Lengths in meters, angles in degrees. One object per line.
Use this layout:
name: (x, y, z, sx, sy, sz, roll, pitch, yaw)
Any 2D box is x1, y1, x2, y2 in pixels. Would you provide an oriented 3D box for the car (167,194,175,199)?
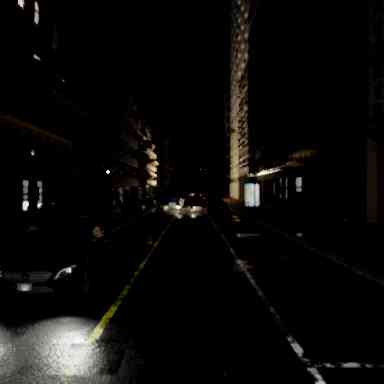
car: (-5.675, 1.259, 89.012, 1.802, 1.307, 4.206, 0, 0, 0)

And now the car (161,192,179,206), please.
car: (-3.069, 1.020, 51.636, 2.150, 2.045, 5.566, 0, 0, 0)

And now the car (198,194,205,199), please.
car: (2.707, 1.210, 94.659, 2.008, 1.369, 4.403, 0, 0, 0)

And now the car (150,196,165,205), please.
car: (-5.681, 1.353, 55.121, 1.947, 1.339, 4.313, 0, 0, 0)

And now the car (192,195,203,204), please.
car: (0.911, 1.298, 59.333, 1.812, 1.442, 4.674, 0, 0, 0)

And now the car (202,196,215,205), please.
car: (2.700, 1.352, 55.120, 1.947, 1.339, 4.313, 0, 0, 0)

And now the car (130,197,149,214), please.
car: (-5.685, 1.311, 32.527, 1.967, 1.590, 4.097, 0, 0, 0)

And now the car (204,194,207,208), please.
car: (2.697, 1.289, 38.173, 1.967, 1.590, 4.097, 0, 0, 0)

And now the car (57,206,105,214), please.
car: (-5.688, 1.518, 15.581, 1.802, 1.307, 4.206, 0, 0, 0)

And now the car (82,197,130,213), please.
car: (-5.688, 1.229, 21.229, 2.192, 1.841, 5.009, 0, 0, 0)

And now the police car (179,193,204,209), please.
police car: (0.255, 1.254, 43.320, 1.930, 1.638, 5.238, 0, 0, -18)

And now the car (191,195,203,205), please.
car: (0.790, 1.298, 53.352, 1.837, 1.490, 4.892, 0, 0, 1)

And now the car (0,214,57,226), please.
car: (-5.690, 1.540, 9.933, 1.802, 1.307, 4.206, 0, 0, 0)

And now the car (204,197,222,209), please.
car: (2.697, 1.378, 43.823, 2.008, 1.369, 4.403, 0, 0, 0)

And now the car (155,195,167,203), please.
car: (-5.680, 1.293, 60.600, 1.752, 1.417, 4.829, 0, 0, 0)

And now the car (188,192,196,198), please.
car: (0.018, 0.883, 95.180, 2.097, 1.767, 4.553, 0, 0, 0)

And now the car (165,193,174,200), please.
car: (-5.676, 1.134, 83.363, 1.967, 1.590, 4.097, 0, 0, 0)

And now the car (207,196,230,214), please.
car: (2.695, 1.395, 32.696, 1.752, 1.417, 4.829, 0, 0, 0)

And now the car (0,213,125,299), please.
car: (-3.099, 1.490, 8.485, 1.812, 1.442, 4.674, 0, 0, 0)

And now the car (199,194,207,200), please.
car: (2.705, 1.239, 83.362, 1.887, 1.381, 4.507, 0, 0, 0)

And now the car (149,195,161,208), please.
car: (-5.683, 1.378, 43.824, 2.008, 1.369, 4.403, 0, 0, 0)
